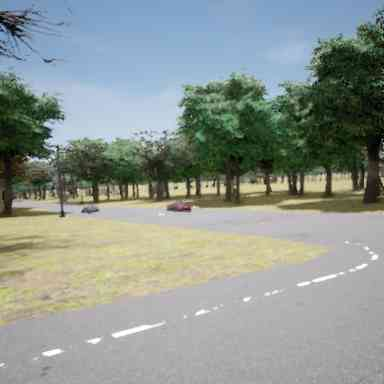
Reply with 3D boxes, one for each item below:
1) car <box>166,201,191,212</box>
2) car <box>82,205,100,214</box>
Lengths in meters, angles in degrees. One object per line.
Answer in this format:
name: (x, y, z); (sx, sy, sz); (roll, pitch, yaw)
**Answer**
car: (-1.984, 2.039, 46.560); (1.994, 1.385, 4.181); (-4, 1, -36)
car: (-16.843, 2.862, 55.295); (1.994, 1.385, 4.181); (-4, 1, -35)
